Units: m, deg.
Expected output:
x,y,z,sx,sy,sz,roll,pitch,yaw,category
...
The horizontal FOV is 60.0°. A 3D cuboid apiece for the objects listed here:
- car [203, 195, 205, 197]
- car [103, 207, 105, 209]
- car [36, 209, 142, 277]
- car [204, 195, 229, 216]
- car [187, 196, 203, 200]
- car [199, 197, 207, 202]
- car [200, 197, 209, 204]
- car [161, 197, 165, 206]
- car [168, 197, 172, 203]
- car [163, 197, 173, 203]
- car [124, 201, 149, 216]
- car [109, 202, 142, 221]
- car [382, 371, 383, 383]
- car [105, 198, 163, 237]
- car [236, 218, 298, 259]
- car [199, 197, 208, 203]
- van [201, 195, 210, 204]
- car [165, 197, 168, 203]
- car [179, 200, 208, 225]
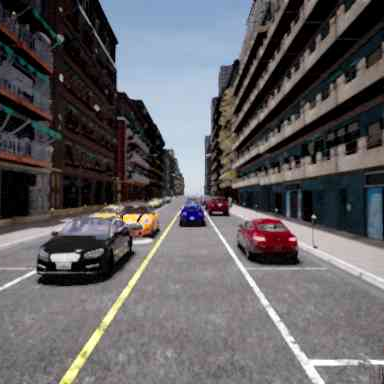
x,y,z,sx,sy,sz,roll,pitch,yaw,category
2.709,1.649,62.192,1.967,1.590,4.097,1,0,0,car
-5.679,1.602,23.373,1.752,1.417,4.829,1,0,0,car
-3.088,1.525,10.468,2.128,1.511,4.902,0,0,0,car
2.706,1.429,34.576,2.192,1.841,5.009,1,0,0,car
0.092,1.499,44.790,2.097,1.767,4.553,0,0,0,car
2.710,1.857,84.286,1.947,1.339,4.313,0,0,0,car
2.709,1.794,73.239,1.887,1.381,4.507,0,0,0,car
-5.675,1.695,50.989,1.752,1.417,4.829,1,0,0,car
-5.672,1.801,73.254,2.008,1.369,4.403,1,0,0,car
-5.671,1.821,78.777,2.008,1.369,4.403,1,0,0,car
-5.678,1.659,34.590,1.887,1.381,4.507,1,0,0,car
-5.679,1.646,29.067,2.008,1.369,4.403,1,0,0,car
2.700,1.445,1.435,1.967,1.590,4.097,1,0,0,car
-2.998,1.411,18.182,2.097,1.767,4.553,0,0,0,car
2.700,1.622,12.481,1.802,1.307,4.206,1,0,0,car
2.709,1.815,78.762,1.887,1.381,4.507,0,0,0,car
2.710,1.570,67.716,1.690,1.788,3.998,0,0,0,van
-5.674,1.741,56.683,2.008,1.369,4.403,1,0,0,car
0.027,1.606,24.737,1.812,1.442,4.674,0,0,0,car
